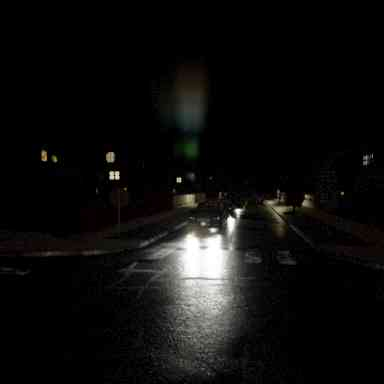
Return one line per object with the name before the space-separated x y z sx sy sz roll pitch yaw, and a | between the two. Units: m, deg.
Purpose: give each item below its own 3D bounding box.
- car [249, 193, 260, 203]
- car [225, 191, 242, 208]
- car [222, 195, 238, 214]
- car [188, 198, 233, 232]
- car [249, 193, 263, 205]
car | 10.915 1.013 58.113 1.882 1.535 5.008 0 0 10
car | 5.095 0.903 41.864 2.150 2.045 5.566 0 1 10
car | 2.812 1.308 29.290 1.812 1.442 4.674 0 0 11
car | 1.024 1.350 19.418 2.128 1.511 4.902 0 0 11
car | 9.251 1.178 48.288 1.994 1.385 4.181 0 0 9
